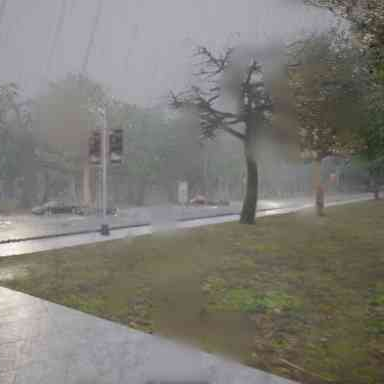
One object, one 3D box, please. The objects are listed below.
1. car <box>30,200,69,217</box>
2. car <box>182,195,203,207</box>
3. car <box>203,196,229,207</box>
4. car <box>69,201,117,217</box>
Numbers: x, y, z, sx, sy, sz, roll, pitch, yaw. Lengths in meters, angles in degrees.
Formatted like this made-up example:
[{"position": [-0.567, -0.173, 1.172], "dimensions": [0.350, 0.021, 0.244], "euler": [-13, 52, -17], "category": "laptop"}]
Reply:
[{"position": [-13.403, 1.597, 32.887], "dimensions": [1.837, 1.490, 4.892], "euler": [0, 0, 35], "category": "car"}, {"position": [0.447, 1.328, 52.396], "dimensions": [2.097, 1.767, 4.553], "euler": [0, 0, 36], "category": "car"}, {"position": [4.049, 1.539, 51.843], "dimensions": [1.994, 1.385, 4.181], "euler": [0, 0, 36], "category": "car"}, {"position": [-9.486, 1.650, 32.795], "dimensions": [1.994, 1.385, 4.181], "euler": [0, 0, 35], "category": "car"}]
